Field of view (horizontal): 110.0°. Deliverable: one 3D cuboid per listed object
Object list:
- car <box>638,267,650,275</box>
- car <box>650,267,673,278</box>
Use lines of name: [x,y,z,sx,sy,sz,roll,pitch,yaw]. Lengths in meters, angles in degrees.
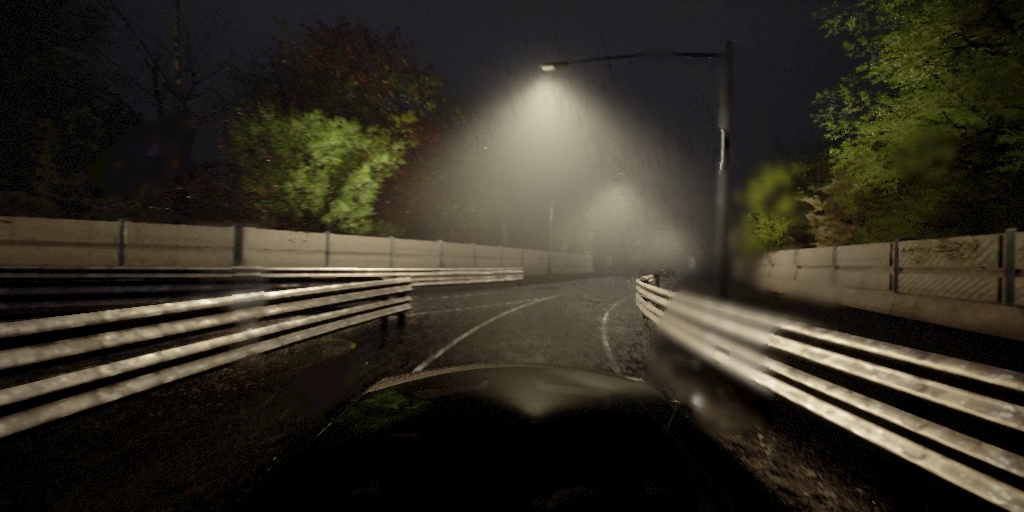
car: [22.684,2.551,61.097,1.895,1.301,4.718,1,0,29]
car: [21.509,2.435,51.528,1.895,1.301,4.718,1,-1,28]
